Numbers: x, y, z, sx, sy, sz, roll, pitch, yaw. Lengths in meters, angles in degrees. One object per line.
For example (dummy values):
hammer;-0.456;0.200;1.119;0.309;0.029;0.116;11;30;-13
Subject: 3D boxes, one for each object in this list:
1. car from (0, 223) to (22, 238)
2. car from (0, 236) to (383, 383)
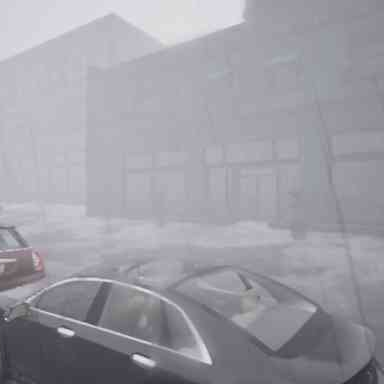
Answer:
car;-5.123;1.364;6.971;4.553;1.767;2.185;0;-1;35
car;-0.623;1.486;3.760;4.892;1.521;2.231;0;0;36
